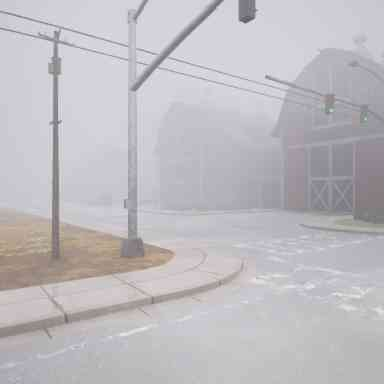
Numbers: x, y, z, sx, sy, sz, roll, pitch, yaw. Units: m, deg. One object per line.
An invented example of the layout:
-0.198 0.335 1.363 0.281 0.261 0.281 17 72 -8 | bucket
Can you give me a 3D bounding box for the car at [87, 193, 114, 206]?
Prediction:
-13.828 1.118 50.596 3.866 1.878 1.905 -2 5 11 | car
